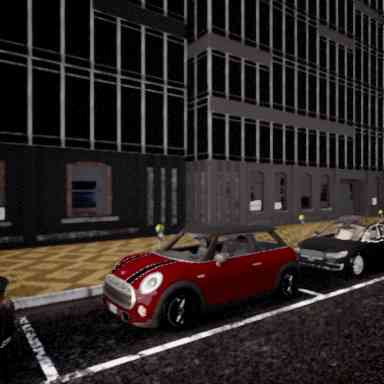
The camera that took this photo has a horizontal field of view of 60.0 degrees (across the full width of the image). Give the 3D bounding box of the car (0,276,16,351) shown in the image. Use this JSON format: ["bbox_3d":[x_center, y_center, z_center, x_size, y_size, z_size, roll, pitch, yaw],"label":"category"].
[{"bbox_3d":[-4.337,1.552,3.467,4.403,1.369,2.008,0,0,-35],"label":"car"}]

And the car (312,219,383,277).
[{"bbox_3d":[4.933,1.544,10.077,4.403,1.369,2.008,0,0,-35],"label":"car"}]

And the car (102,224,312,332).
[{"bbox_3d":[0.298,1.438,6.772,4.097,1.590,1.967,0,0,-35],"label":"car"}]
